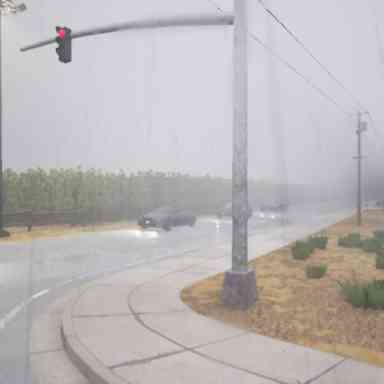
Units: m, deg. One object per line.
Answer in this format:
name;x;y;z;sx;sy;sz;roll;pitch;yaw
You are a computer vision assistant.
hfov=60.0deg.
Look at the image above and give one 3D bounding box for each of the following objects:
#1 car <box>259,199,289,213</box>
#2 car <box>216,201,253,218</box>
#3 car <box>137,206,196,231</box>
car;9.469;1.541;38.002;2.033;1.411;5.357;0;0;33
car;3.861;1.521;29.207;1.812;1.442;4.674;0;0;32
car;-1.480;1.560;20.871;1.994;1.385;4.181;0;0;33
